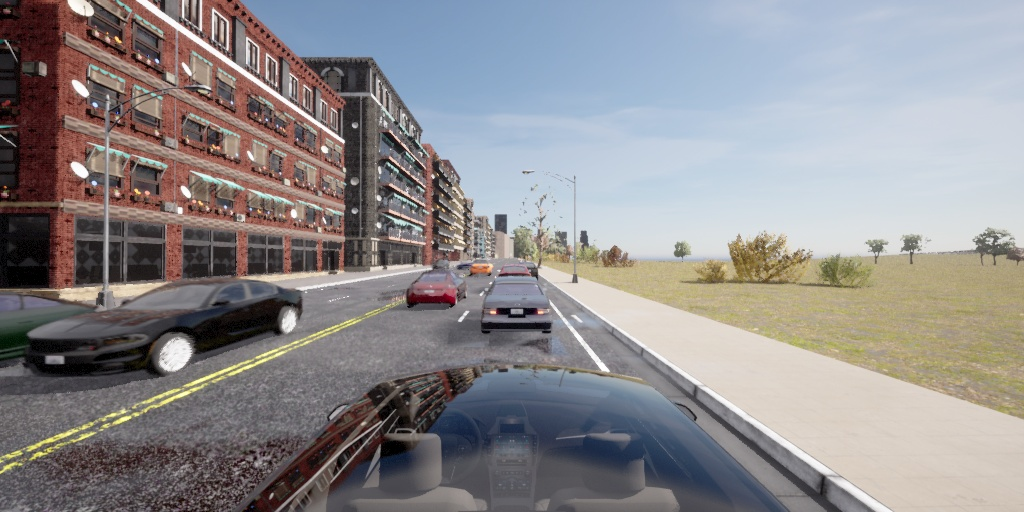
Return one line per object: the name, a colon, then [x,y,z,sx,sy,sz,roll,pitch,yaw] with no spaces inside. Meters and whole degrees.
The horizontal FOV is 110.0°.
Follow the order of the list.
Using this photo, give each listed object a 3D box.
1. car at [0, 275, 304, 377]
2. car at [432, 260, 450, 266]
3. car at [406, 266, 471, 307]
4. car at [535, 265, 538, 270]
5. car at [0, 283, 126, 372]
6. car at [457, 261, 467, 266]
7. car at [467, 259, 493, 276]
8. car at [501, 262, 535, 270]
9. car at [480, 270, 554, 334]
car: [-6.589,1.228,7.661,1.882,1.535,5.008,0,0,0]
car: [-9.748,1.257,49.360,1.837,1.490,4.892,0,0,0]
car: [-3.123,1.315,15.546,1.994,1.385,4.181,0,0,0]
car: [1.197,1.231,30.597,1.882,1.535,5.008,0,0,0]
car: [-9.843,1.314,6.124,1.994,1.385,4.181,0,0,0]
car: [-6.499,1.353,49.796,1.895,1.301,4.718,0,0,0]
car: [-3.080,1.104,37.163,2.097,1.767,4.553,0,0,0]
car: [0.142,1.230,21.159,1.882,1.535,5.008,0,0,0]
car: [0.117,1.299,10.619,2.033,1.411,5.357,0,0,0]
